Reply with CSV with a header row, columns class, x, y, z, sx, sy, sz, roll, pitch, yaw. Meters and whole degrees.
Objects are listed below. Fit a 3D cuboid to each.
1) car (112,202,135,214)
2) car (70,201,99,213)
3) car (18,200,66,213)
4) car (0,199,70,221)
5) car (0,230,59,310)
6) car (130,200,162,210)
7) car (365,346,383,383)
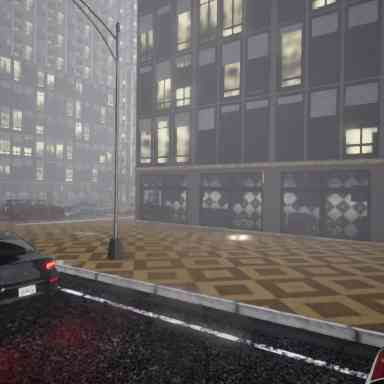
class,x,y,z,sx,sy,sz,roll,pitch,yaw
car,-7.007,1.830,38.468,1.752,1.417,4.829,1,0,36
car,-13.219,1.753,39.780,1.994,1.385,4.181,1,0,36
car,-17.302,1.643,38.621,1.752,1.417,4.829,1,0,36
car,-13.796,1.520,29.249,2.192,1.841,5.009,1,0,36
car,-4.696,1.522,7.020,4.674,1.442,1.812,0,0,35
car,-6.647,1.886,48.691,1.895,1.301,4.718,1,0,36
car,3.196,1.353,1.409,4.553,1.767,2.097,0,0,35
